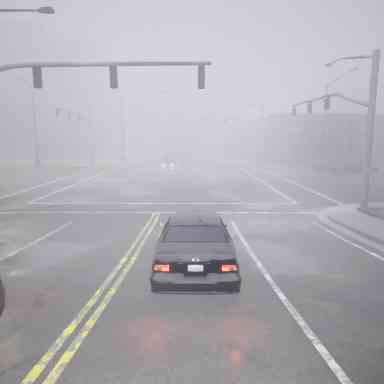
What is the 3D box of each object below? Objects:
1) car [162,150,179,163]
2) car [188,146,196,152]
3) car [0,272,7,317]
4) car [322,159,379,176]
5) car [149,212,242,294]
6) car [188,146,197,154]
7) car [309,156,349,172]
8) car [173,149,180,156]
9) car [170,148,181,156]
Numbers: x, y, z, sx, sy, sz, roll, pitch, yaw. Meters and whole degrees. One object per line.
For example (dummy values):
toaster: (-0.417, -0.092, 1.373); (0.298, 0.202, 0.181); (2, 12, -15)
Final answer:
car: (-3.573, -5.312, 51.547); (2.033, 1.411, 5.357); (0, 9, 0)
car: (0.040, -11.817, 91.167); (1.994, 1.385, 4.181); (0, 9, 0)
car: (-3.599, 1.476, 3.067); (1.812, 1.442, 4.674); (0, 2, 0)
car: (16.263, -2.391, 33.936); (4.718, 1.301, 1.895); (0, 9, -1)
car: (0.078, 1.216, 8.422); (2.033, 1.411, 5.357); (0, 4, 0)
car: (0.036, -10.329, 81.109); (2.097, 1.767, 4.553); (0, 9, 0)
car: (15.570, -3.199, 37.350); (4.553, 1.767, 2.097); (0, 9, 0)
car: (-3.539, -6.942, 61.291); (1.837, 1.490, 4.892); (0, 9, 0)
car: (-3.468, -8.589, 71.621); (2.033, 1.411, 5.357); (0, 9, 0)
